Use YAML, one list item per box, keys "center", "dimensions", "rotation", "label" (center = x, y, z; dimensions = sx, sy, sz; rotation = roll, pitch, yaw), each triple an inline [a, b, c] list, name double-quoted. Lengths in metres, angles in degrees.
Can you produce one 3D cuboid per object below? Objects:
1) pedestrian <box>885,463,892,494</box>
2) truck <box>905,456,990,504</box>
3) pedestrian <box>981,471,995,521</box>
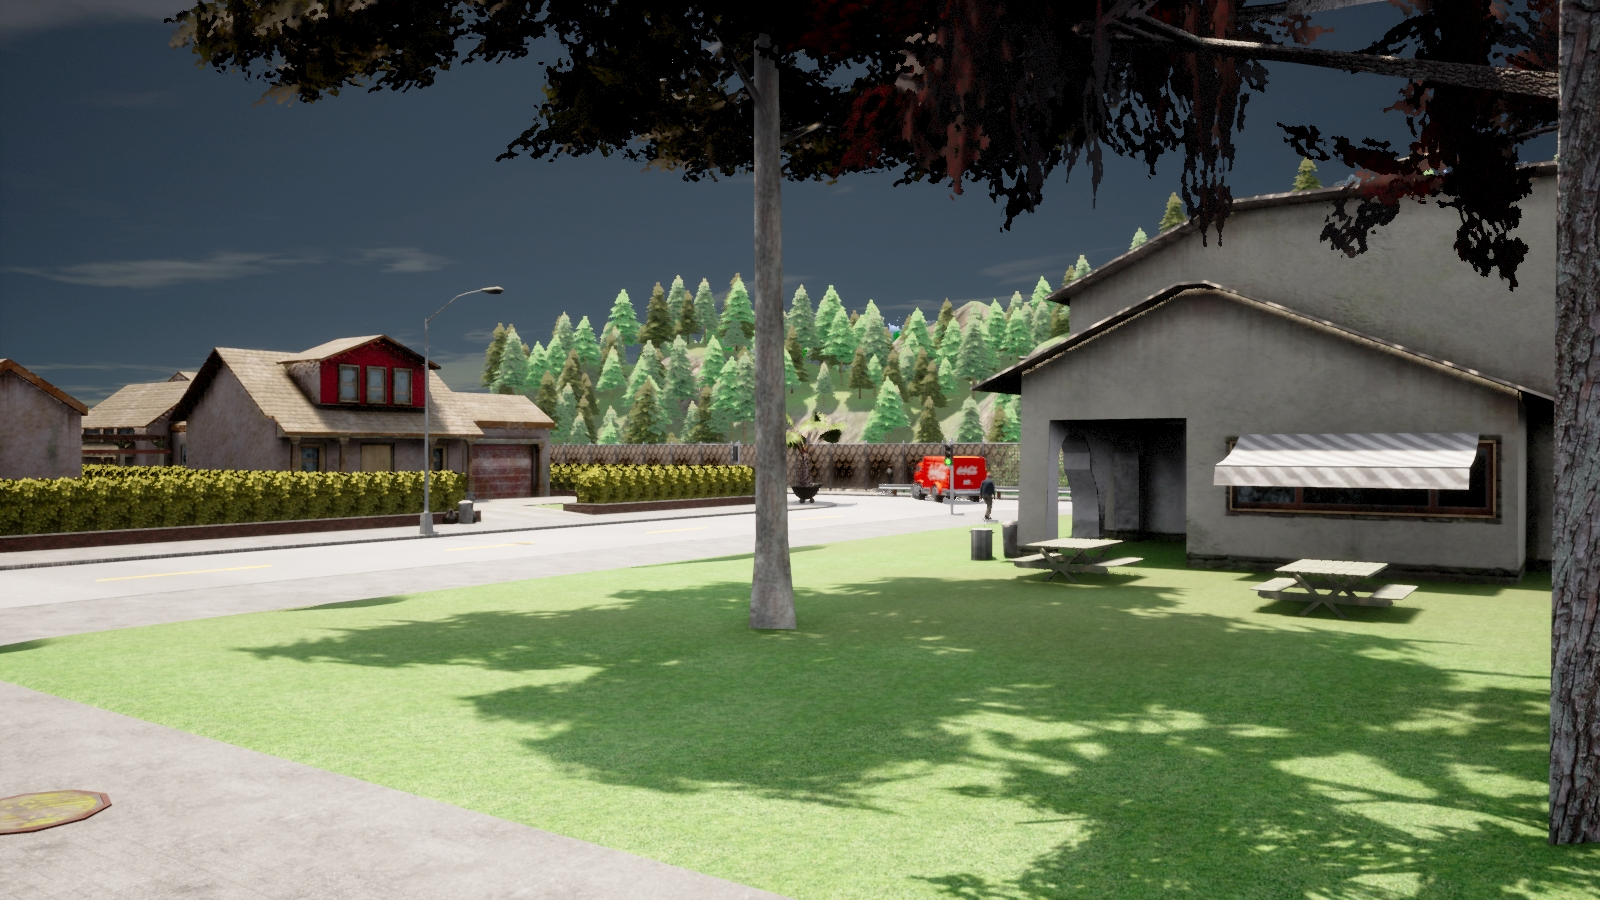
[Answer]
- center: [5.363, 1.745, 69.565]
  dimensions: [0.375, 1.860, 0.375]
  rotation: [0, 0, -4]
  label: "pedestrian"
- center: [7.967, 1.568, 62.218]
  dimensions: [2.627, 2.467, 5.204]
  rotation: [0, 0, -18]
  label: "truck"
- center: [7.126, 1.737, 43.320]
  dimensions: [0.375, 1.860, 0.375]
  rotation: [0, 0, 35]
  label: "pedestrian"
